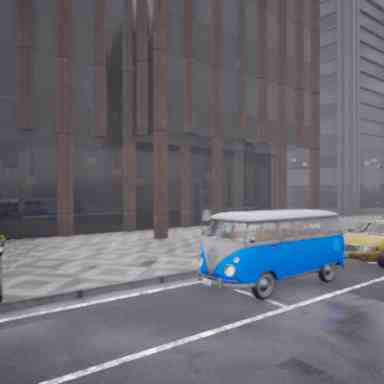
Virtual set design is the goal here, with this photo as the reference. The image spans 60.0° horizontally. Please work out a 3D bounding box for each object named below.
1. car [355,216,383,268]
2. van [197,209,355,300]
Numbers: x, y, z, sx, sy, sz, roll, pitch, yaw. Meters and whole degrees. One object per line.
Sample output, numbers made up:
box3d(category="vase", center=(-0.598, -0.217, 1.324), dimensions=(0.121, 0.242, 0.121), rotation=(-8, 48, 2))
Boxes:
box3d(category="car", center=(6.475, 1.522, 11.274), dimensions=(4.829, 1.417, 1.752), rotation=(0, 0, -36))
box3d(category="van", center=(2.025, 1.339, 8.099), dimensions=(3.998, 1.788, 1.690), rotation=(0, 0, -36))
